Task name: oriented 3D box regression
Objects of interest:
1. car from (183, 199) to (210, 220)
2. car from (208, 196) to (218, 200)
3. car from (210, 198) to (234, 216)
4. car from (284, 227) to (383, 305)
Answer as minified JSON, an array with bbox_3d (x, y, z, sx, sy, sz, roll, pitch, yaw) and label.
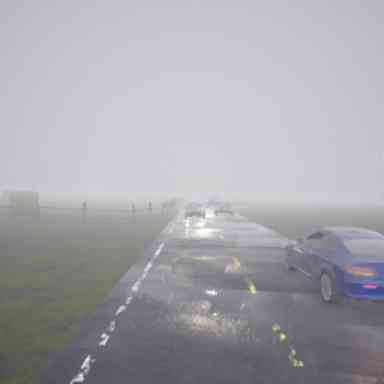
[{"bbox_3d":[0.253,1.590,29.430,2.033,1.411,5.357,0,0,1],"label":"car"},{"bbox_3d":[3.195,1.439,49.889,2.097,1.767,4.553,0,0,1],"label":"car"},{"bbox_3d":[3.114,1.616,33.700,2.033,1.411,5.357,0,0,1],"label":"car"},{"bbox_3d":[3.630,1.563,8.038,1.812,1.442,4.674,0,0,1],"label":"car"}]
